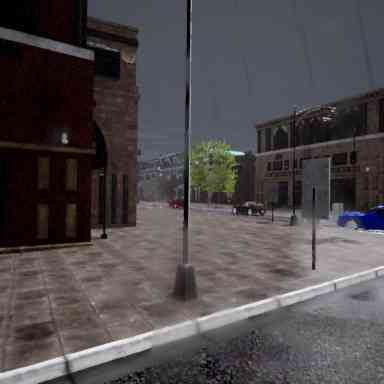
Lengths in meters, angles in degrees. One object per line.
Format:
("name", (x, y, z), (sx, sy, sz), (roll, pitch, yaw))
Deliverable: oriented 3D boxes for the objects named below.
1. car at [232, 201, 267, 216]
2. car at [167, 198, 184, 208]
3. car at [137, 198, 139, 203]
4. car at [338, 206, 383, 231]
("car", (5.761, 1.628, 33.759), (2.008, 1.369, 4.403), (1, -1, -27))
("car", (-2.191, 1.627, 49.300), (1.887, 1.381, 4.507), (1, -1, -27))
("car", (-12.227, 1.671, 68.993), (1.802, 1.307, 4.206), (1, -1, -27))
("car", (11.010, 1.516, 18.869), (5.008, 1.535, 1.882), (1, 1, 32))
